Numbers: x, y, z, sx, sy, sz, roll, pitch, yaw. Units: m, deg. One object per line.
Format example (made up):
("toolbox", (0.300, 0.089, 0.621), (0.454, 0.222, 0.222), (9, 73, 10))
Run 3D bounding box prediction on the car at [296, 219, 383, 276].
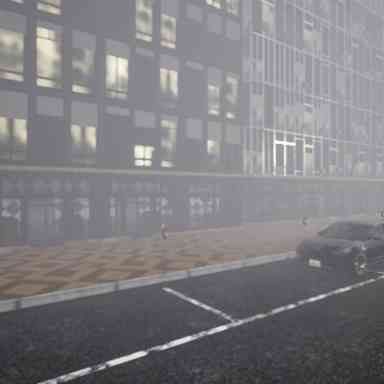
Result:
("car", (5.064, 1.521, 10.167), (4.313, 1.339, 1.947), (0, 0, -35))
